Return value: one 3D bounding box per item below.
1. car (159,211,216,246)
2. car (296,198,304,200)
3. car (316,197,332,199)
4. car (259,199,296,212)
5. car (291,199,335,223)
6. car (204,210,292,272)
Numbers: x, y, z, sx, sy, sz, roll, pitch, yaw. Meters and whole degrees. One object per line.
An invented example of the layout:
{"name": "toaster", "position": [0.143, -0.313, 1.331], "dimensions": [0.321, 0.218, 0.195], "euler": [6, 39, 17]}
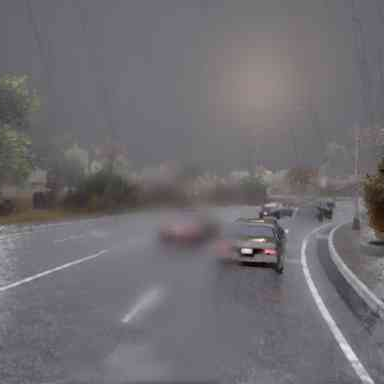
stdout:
{"name": "car", "position": [0.072, 1.578, 15.664], "dimensions": [1.994, 1.385, 4.181], "euler": [1, 0, 20]}
{"name": "car", "position": [15.818, 1.646, 49.300], "dimensions": [4.181, 1.385, 1.994], "euler": [0, 1, -44]}
{"name": "car", "position": [18.371, 1.493, 46.895], "dimensions": [4.553, 1.767, 2.097], "euler": [0, 1, -44]}
{"name": "car", "position": [7.460, 1.608, 29.430], "dimensions": [1.812, 1.442, 4.674], "euler": [1, 0, 36]}
{"name": "car", "position": [10.196, 1.624, 27.261], "dimensions": [2.128, 1.511, 4.902], "euler": [1, 0, 36]}
{"name": "car", "position": [2.138, 1.581, 11.011], "dimensions": [2.033, 1.411, 5.357], "euler": [0, 0, 17]}
